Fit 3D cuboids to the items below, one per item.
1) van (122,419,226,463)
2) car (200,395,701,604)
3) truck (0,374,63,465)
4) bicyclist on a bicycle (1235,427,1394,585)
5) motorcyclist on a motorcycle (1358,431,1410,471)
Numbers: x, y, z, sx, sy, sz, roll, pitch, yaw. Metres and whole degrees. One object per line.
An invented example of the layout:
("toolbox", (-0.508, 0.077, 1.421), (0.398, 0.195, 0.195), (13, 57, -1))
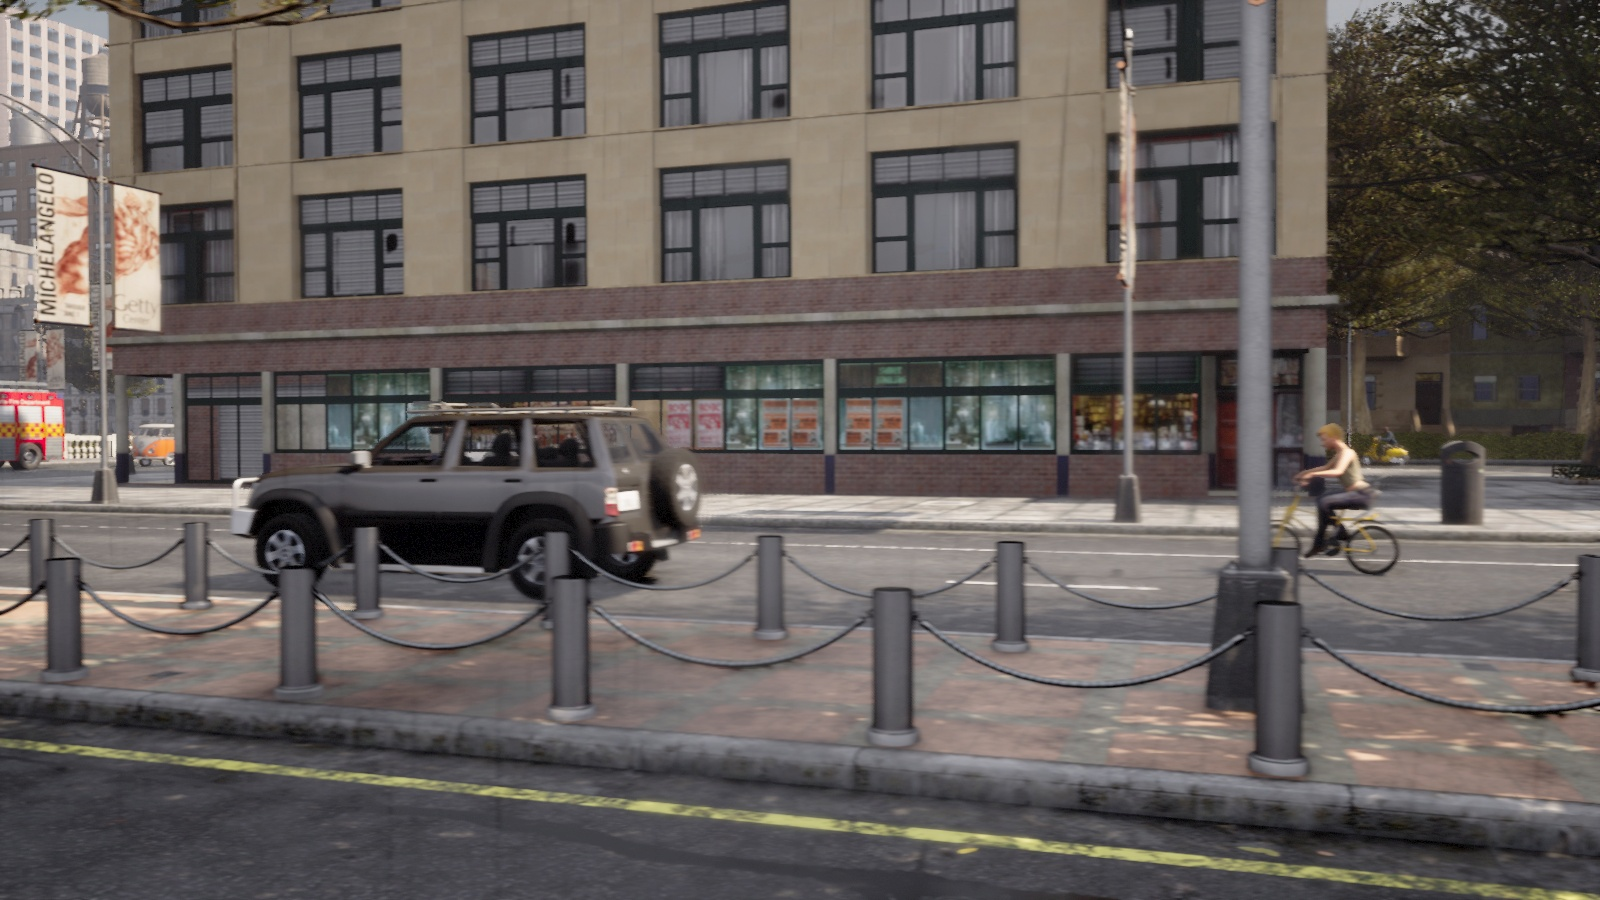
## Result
("van", (-29.499, -0.461, 59.342), (1.775, 1.987, 4.442), (0, 1, 18))
("car", (-3.516, 0.427, 12.776), (4.605, 1.855, 1.932), (0, 1, 18))
("truck", (-35.534, -1.284, 52.317), (2.891, 3.827, 8.468), (0, 1, 19))
("bicyclist on a bicycle", (5.480, 0.566, 13.478), (1.509, 1.612, 0.866), (0, 1, 18))
("motorcyclist on a motorcycle", (23.773, 0.039, 51.118), (1.817, 1.590, 0.866), (0, 1, 18))
